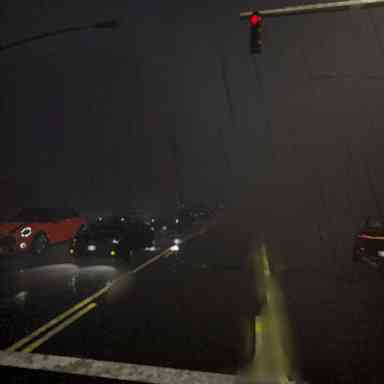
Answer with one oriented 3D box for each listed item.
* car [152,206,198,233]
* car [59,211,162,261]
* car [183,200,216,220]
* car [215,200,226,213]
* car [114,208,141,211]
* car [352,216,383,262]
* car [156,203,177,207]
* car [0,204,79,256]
[{"bbox_3d":[-1.153,1.763,21.191,1.895,1.301,4.718,0,-1,11],"label":"car"},{"bbox_3d":[-2.819,1.631,12.608,1.994,1.385,4.181,0,-1,11],"label":"car"},{"bbox_3d":[0.787,1.808,31.191,1.837,1.490,4.892,0,-1,11],"label":"car"},{"bbox_3d":[3.352,1.840,44.089,2.097,1.767,4.553,0,-1,11],"label":"car"},{"bbox_3d":[-4.482,1.769,22.404,1.895,1.301,4.718,0,-1,11],"label":"car"},{"bbox_3d":[6.892,1.609,11.771,2.128,1.511,4.902,1,0,32],"label":"car"},{"bbox_3d":[-2.526,1.802,32.484,2.128,1.511,4.902,0,-1,11],"label":"car"},{"bbox_3d":[-6.196,1.417,13.577,2.097,1.767,4.553,0,-1,11],"label":"car"}]
